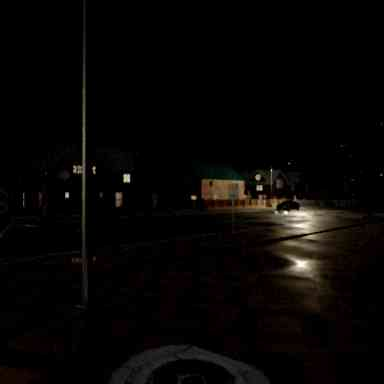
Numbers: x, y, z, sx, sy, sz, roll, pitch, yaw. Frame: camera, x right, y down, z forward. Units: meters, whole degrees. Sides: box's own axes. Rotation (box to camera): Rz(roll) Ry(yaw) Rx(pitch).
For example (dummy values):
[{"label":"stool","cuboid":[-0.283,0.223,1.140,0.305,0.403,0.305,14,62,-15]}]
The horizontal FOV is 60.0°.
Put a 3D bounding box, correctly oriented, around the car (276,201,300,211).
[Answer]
[{"label":"car","cuboid":[14.191,2.041,49.008,1.837,1.490,4.892,0,-1,43]}]
